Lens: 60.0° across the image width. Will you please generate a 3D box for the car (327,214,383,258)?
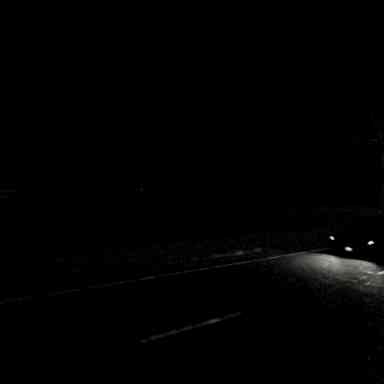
[{"bbox_3d":[7.604,1.604,13.105,5.357,1.411,2.033,0,0,-36],"label":"car"}]
